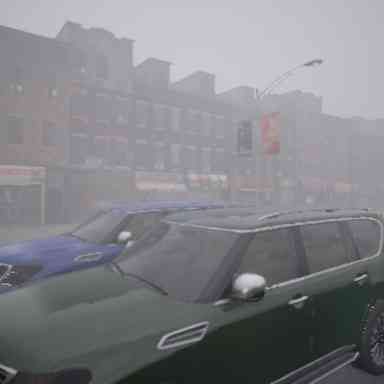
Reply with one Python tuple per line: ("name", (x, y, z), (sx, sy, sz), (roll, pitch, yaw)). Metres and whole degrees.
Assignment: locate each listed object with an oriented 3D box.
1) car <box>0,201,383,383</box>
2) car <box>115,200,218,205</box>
("car", (0.490, 1.219, 4.034), (5.566, 2.045, 2.150), (0, 0, -35))
("car", (-1.084, 1.219, 6.903), (5.566, 2.045, 2.150), (0, 0, -35))
